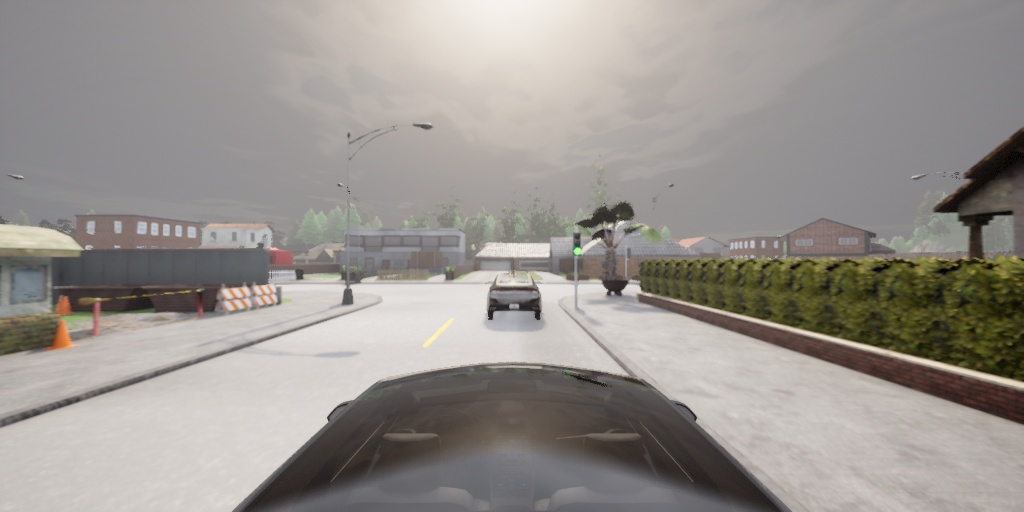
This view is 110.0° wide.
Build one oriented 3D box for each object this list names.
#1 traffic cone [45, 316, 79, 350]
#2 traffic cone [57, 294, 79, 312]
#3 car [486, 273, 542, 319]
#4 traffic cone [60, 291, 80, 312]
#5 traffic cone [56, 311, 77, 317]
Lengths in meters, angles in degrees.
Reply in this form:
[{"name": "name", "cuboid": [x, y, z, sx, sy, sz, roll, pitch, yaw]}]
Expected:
[{"name": "traffic cone", "cuboid": [-9.672, 1.674, 7.706, 0.344, 0.586, 0.344, 0, 0, 0]}, {"name": "traffic cone", "cuboid": [-15.276, 1.695, 12.272, 0.344, 0.586, 0.344, 0, 0, 0]}, {"name": "car", "cuboid": [0.076, 1.393, 13.629, 2.128, 1.511, 4.902, 0, -1, 0]}, {"name": "traffic cone", "cuboid": [-16.886, 1.733, 13.632, 0.344, 0.586, 0.344, 0, 0, 0]}, {"name": "traffic cone", "cuboid": [-10.392, 1.651, 8.226, 0.344, 0.586, 0.344, 0, 0, 0]}]
